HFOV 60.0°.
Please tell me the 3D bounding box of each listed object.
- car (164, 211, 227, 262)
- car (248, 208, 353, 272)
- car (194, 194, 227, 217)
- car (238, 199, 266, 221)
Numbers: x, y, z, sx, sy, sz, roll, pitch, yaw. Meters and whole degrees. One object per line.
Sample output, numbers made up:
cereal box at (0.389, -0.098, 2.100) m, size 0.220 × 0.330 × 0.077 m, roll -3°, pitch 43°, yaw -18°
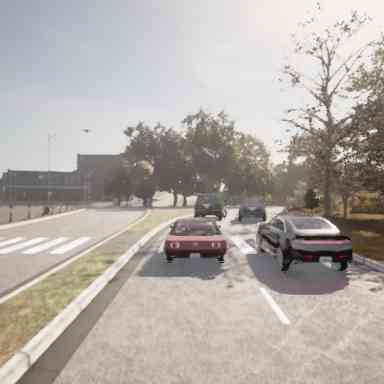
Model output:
car at (0.124, 1.580, 11.948) m, size 1.895 × 1.301 × 4.718 m, roll 0°, pitch 0°, yaw 1°
car at (3.360, 1.472, 10.755) m, size 2.128 × 1.511 × 4.902 m, roll 0°, pitch 0°, yaw 0°
car at (1.609, 1.189, 27.298) m, size 2.150 × 2.045 × 5.566 m, roll 0°, pitch 0°, yaw 11°
car at (4.847, 1.301, 26.674) m, size 2.097 × 1.767 × 4.553 m, roll 0°, pitch 0°, yaw 11°
